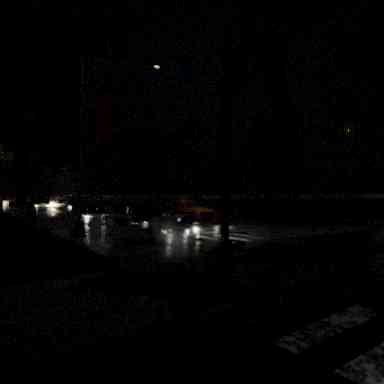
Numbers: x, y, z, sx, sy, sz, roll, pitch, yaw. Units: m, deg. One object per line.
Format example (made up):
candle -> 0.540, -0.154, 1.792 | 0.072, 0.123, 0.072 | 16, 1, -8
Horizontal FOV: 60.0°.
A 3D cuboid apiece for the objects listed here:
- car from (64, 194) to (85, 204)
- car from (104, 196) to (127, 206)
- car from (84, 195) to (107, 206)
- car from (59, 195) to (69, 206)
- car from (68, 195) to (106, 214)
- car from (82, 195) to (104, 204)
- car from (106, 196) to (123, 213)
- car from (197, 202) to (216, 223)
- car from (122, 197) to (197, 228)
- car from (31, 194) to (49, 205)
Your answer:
car -> -20.332, 1.186, 57.257 | 2.128, 1.511, 4.902 | 1, -1, -36
car -> -11.843, 1.339, 51.074 | 1.994, 1.385, 4.181 | 1, -1, -36
car -> -14.233, 1.218, 48.812 | 1.837, 1.490, 4.892 | 1, -1, -35
car -> -17.527, 1.192, 47.688 | 2.033, 1.411, 5.357 | 1, -1, -35
car -> -9.742, 1.188, 31.137 | 1.837, 1.490, 4.892 | 1, 0, -36
car -> -17.691, 1.306, 59.149 | 2.033, 1.411, 5.357 | 1, -1, -36
car -> -5.878, 1.253, 31.320 | 2.128, 1.511, 4.902 | 1, 0, -36
car -> -0.368, 1.305, 23.624 | 1.882, 1.535, 5.008 | 1, 0, -36
car -> -2.139, 1.266, 20.515 | 2.128, 1.511, 4.902 | 1, 0, -36
car -> -22.377, 1.084, 48.939 | 1.837, 1.490, 4.892 | 1, -1, -35
